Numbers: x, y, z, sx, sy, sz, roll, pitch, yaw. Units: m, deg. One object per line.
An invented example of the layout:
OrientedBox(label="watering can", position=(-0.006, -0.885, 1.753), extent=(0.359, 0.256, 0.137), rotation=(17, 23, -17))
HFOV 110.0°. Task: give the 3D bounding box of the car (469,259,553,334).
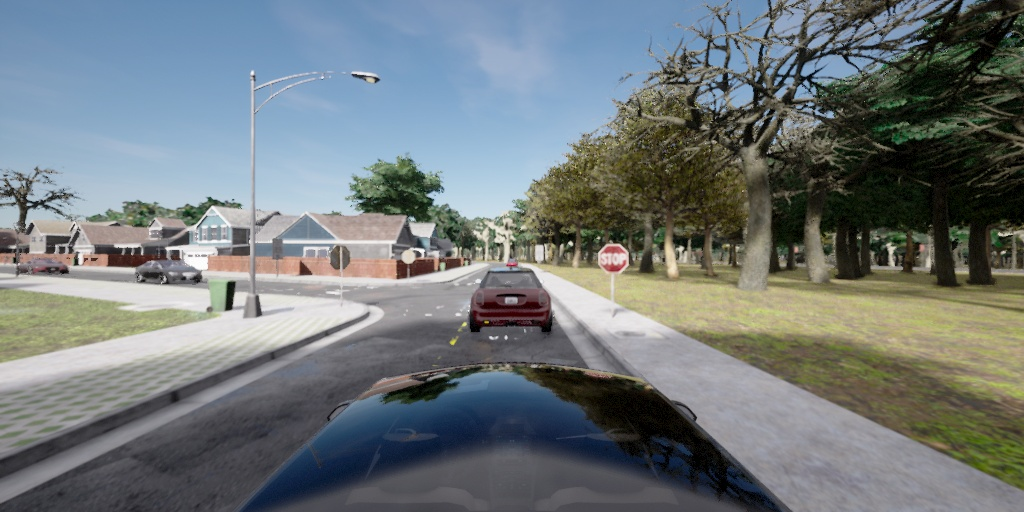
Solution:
OrientedBox(label="car", position=(-0.077, 1.099, 10.824), extent=(2.097, 1.767, 4.553), rotation=(0, 0, -2))

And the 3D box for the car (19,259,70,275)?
OrientedBox(label="car", position=(-40.678, 0.938, 31.149), extent=(4.181, 1.385, 1.994), rotation=(0, 0, 24))

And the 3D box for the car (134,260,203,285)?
OrientedBox(label="car", position=(-22.176, 1.032, 23.170), extent=(4.902, 1.511, 2.128), rotation=(1, 0, 23))
